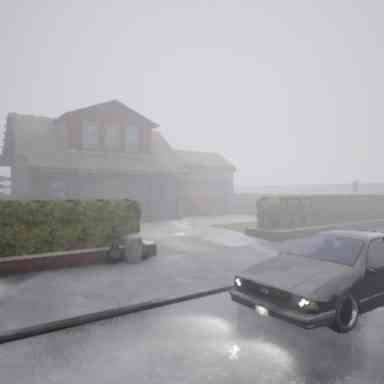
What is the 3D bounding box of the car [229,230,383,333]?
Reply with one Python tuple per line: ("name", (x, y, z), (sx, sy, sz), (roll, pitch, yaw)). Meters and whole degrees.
("car", (3.315, 1.536, 6.939), (5.357, 1.411, 2.033), (0, 0, -35))
